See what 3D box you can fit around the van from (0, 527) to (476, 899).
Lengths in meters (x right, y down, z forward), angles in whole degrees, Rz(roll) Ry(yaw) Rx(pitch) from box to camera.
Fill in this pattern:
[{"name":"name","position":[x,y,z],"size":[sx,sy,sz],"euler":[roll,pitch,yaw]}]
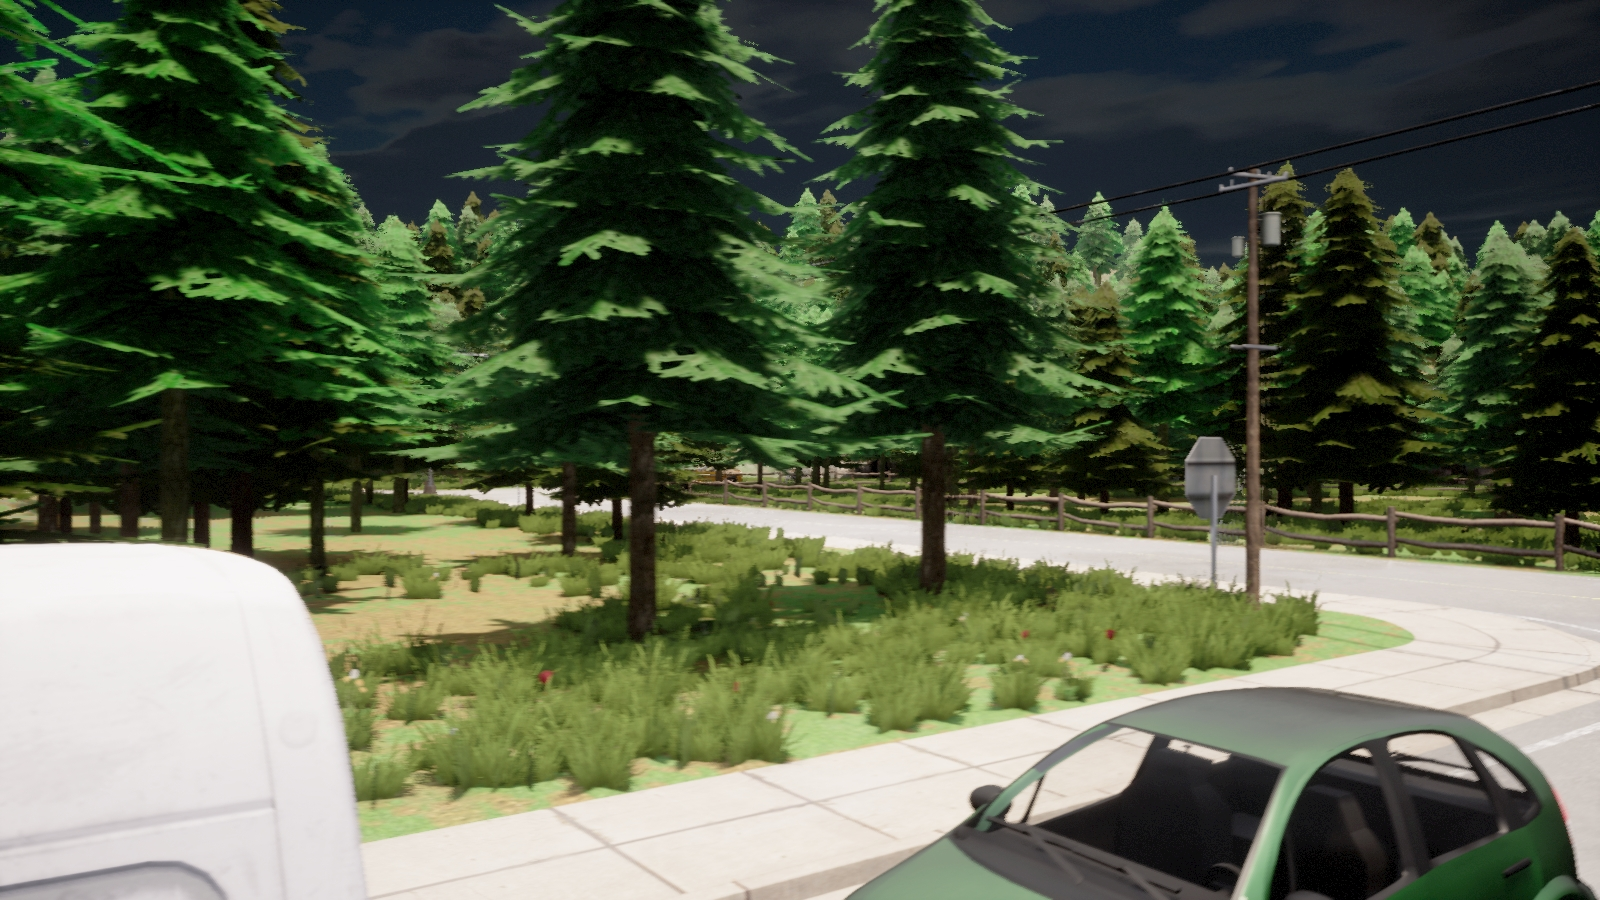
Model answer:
[{"name":"van","position":[-3.605,1.534,1.273],"size":[5.915,2.561,1.988],"euler":[0,0,-35]}]

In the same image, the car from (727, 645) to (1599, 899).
[{"name":"car","position":[1.865,1.999,5.089],"size":[3.988,1.617,1.851],"euler":[0,0,-35]}]
